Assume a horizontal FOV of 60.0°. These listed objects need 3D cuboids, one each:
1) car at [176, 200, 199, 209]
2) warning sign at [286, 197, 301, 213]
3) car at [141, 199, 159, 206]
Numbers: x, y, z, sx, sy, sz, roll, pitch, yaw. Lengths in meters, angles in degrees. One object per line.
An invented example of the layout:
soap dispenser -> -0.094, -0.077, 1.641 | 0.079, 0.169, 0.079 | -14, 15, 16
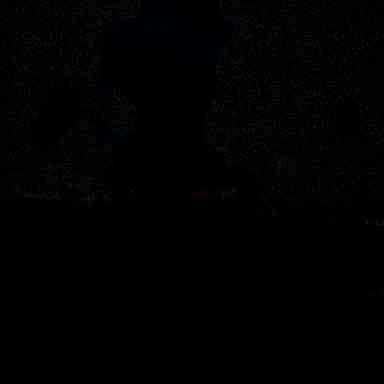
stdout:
car -> -0.752, 1.933, 53.214 | 1.812, 1.442, 4.674 | 1, 0, -35
warning sign -> 11.980, 1.487, 39.295 | 1.300, 1.860, 1.060 | 1, 0, -35
car -> -8.019, 2.017, 63.535 | 1.994, 1.385, 4.181 | 1, -1, -35
